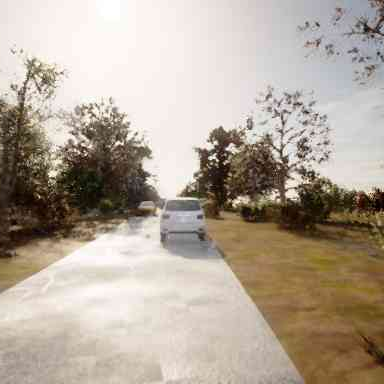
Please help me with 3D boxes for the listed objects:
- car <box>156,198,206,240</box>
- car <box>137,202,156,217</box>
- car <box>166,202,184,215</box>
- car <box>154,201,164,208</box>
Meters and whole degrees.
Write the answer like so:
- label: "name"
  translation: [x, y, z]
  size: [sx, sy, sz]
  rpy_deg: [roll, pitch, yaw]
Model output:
- label: "car"
  translation: [-0.544, 1.301, 17.491]
  size: [2.150, 2.045, 5.566]
  rpy_deg: [0, 0, -3]
- label: "car"
  translation: [-4.682, 1.746, 34.894]
  size: [1.882, 1.535, 5.008]
  rpy_deg: [0, -1, -4]
- label: "car"
  translation: [-2.117, 1.907, 40.308]
  size: [2.033, 1.411, 5.357]
  rpy_deg: [0, -1, -4]
- label: "car"
  translation: [-7.410, 2.789, 75.863]
  size: [2.128, 1.511, 4.902]
  rpy_deg: [0, -2, -4]
